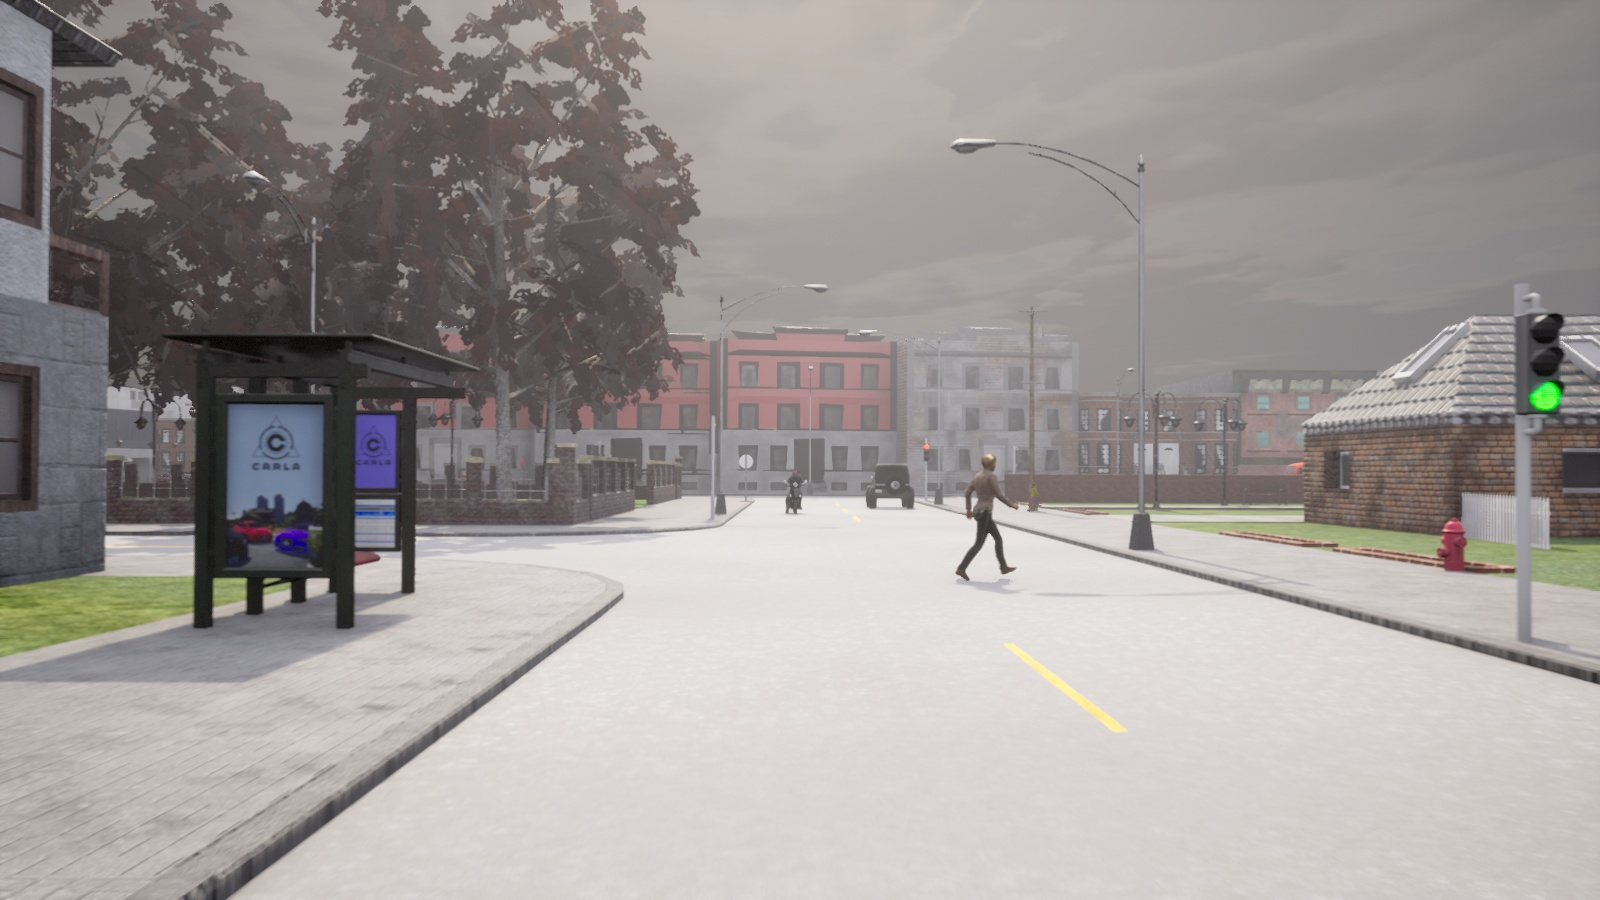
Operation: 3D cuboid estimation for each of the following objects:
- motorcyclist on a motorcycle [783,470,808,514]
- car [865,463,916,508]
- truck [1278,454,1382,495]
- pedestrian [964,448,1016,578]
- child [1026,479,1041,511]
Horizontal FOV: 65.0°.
[{"bbox_3d":[-0.165,1.542,46.174,0.866,1.590,1.817,0,-1,-1],"label":"motorcyclist on a motorcycle"},{"bbox_3d":[3.859,1.498,53.928,1.905,1.878,3.866,0,-1,0],"label":"car"},{"bbox_3d":[32.261,1.481,76.613,5.204,2.467,2.627,0,-1,0],"label":"truck"},{"bbox_3d":[2.721,0.895,18.006,0.634,1.846,0.331,0,-1,-18],"label":"pedestrian"},{"bbox_3d":[8.490,1.634,45.612,0.473,1.160,0.299,0,-1,-2],"label":"child"}]
